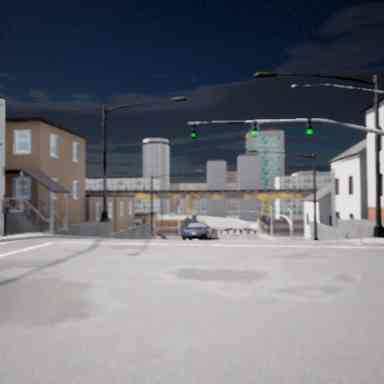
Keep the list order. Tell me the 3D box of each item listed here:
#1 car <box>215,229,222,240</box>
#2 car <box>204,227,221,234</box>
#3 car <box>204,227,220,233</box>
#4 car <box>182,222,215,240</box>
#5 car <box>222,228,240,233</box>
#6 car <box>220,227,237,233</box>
[{"bbox_3d":[1.797,4.758,34.919,1.994,1.385,4.181,-1,-13,7],"label":"car"},{"bbox_3d":[5.747,10.923,94.572,2.038,1.542,4.974,0,-1,-39],"label":"car"},{"bbox_3d":[5.712,10.766,94.615,1.853,1.218,4.536,0,-1,-39],"label":"car"},{"bbox_3d":[0.455,2.971,25.122,1.812,1.442,4.674,-1,-9,8],"label":"car"},{"bbox_3d":[10.315,10.871,93.967,4.974,1.542,2.038,0,-1,-29],"label":"car"},{"bbox_3d":[10.358,10.713,93.995,4.536,1.218,1.853,0,-1,-29],"label":"car"}]
